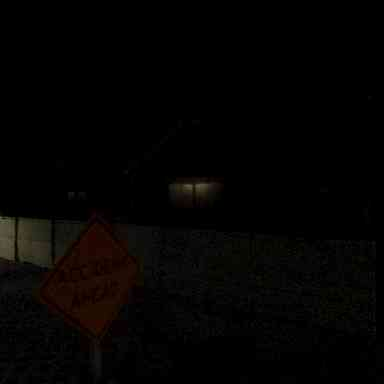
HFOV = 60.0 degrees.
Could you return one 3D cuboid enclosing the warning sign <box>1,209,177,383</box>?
[{"bbox_3d":[-0.983,1.142,3.358,1.060,1.860,1.300,-1,0,35],"label":"warning sign"}]
